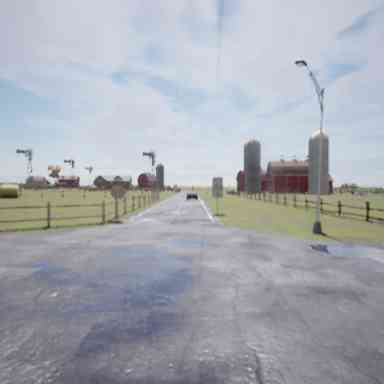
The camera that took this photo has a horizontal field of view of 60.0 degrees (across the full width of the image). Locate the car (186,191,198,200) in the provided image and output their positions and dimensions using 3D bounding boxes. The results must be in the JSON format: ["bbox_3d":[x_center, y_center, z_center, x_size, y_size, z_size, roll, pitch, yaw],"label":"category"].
[{"bbox_3d":[0.026,0.593,56.782,1.882,1.535,5.008,0,1,0],"label":"car"}]

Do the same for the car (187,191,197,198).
[{"bbox_3d":[0.031,0.526,67.204,1.994,1.385,4.181,0,1,0],"label":"car"}]
